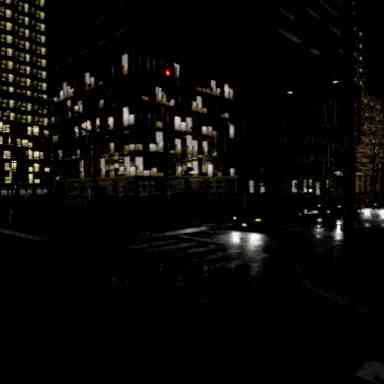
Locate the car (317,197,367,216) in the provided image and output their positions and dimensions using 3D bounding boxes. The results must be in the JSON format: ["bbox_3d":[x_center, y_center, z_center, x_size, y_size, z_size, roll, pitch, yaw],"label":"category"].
[{"bbox_3d":[11.356,1.030,25.390,4.718,1.301,1.895,-2,1,-45],"label":"car"}]

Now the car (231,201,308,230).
[{"bbox_3d":[4.506,1.204,18.608,5.357,1.411,2.033,-2,1,-45],"label":"car"}]

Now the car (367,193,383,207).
[{"bbox_3d":[18.700,0.787,32.627,4.718,1.301,1.895,-2,1,-45],"label":"car"}]
